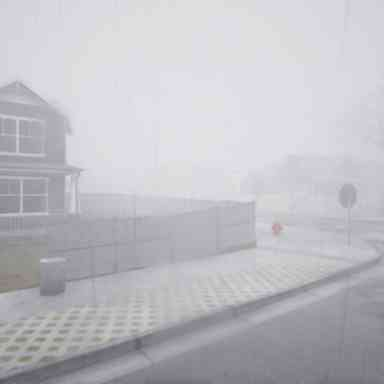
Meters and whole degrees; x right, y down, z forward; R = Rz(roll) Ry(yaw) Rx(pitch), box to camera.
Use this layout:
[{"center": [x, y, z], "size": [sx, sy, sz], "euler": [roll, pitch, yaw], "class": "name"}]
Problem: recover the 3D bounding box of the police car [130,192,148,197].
[{"center": [-7.462, 0.839, 47.511], "size": [1.930, 1.638, 5.238], "euler": [0, 0, -43], "class": "police car"}]
